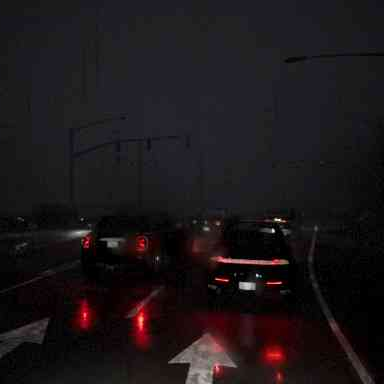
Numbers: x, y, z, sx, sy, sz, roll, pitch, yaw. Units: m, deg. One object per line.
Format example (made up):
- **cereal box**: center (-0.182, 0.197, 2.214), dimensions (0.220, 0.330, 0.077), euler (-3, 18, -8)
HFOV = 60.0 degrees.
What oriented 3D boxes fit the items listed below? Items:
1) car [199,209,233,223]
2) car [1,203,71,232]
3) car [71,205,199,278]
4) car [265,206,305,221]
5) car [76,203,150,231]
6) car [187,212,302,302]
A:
- **car**: center (1.553, 1.600, 18.957), dimensions (1.895, 1.301, 4.718), euler (0, 0, 21)
- **car**: center (-9.254, 1.477, 20.608), dimensions (1.882, 1.535, 5.008), euler (0, 0, 21)
- **car**: center (-1.441, 1.352, 10.475), dimensions (2.097, 1.767, 4.553), euler (0, 0, 16)
- **car**: center (4.647, 1.505, 17.268), dimensions (1.837, 1.490, 4.892), euler (0, 0, 21)
- **car**: center (-4.979, 1.547, 21.915), dimensions (2.033, 1.411, 5.357), euler (0, 0, 22)
- **car**: center (1.564, 1.491, 8.392), dimensions (2.128, 1.511, 4.902), euler (0, 0, 13)
